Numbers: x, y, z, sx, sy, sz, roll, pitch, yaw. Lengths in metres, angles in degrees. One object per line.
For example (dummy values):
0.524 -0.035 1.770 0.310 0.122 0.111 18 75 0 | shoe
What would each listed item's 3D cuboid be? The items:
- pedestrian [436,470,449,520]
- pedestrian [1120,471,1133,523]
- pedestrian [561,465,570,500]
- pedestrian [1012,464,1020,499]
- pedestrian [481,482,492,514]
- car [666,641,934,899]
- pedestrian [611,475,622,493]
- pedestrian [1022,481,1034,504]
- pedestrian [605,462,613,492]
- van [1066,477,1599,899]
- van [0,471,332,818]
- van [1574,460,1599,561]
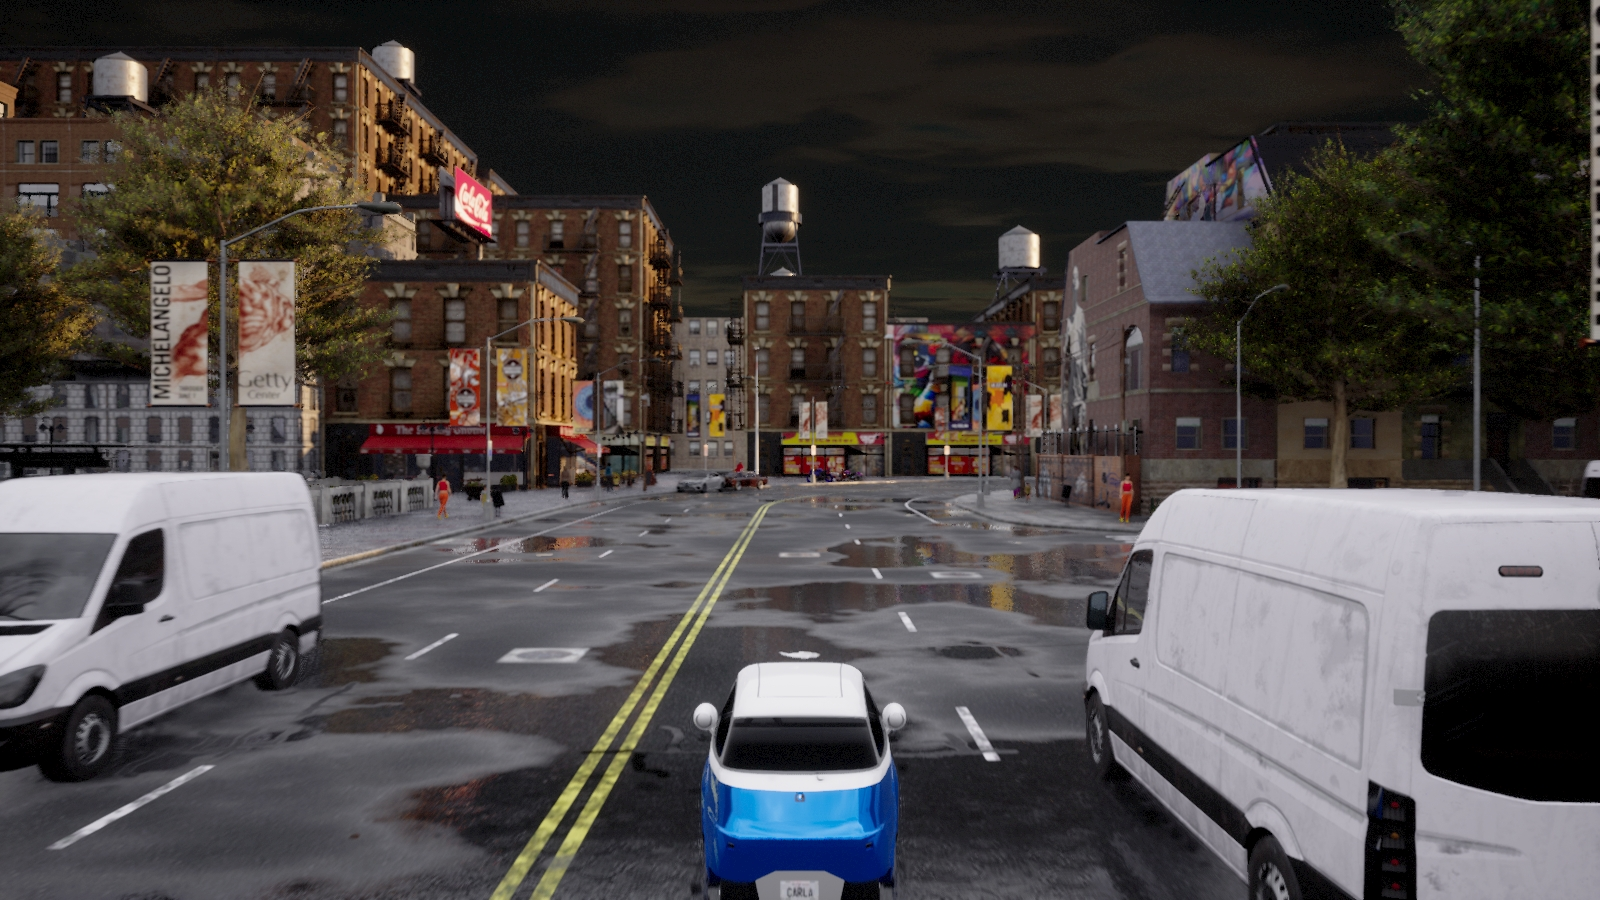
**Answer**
-13.564 1.697 43.348 0.375 1.860 0.375 0 0 4 | pedestrian
11.744 1.697 41.114 0.375 1.860 0.375 0 0 0 | pedestrian
-12.274 1.696 59.898 0.375 1.860 0.375 0 0 3 | pedestrian
11.535 1.697 61.054 0.375 1.860 0.375 0 0 1 | pedestrian
-12.906 1.978 47.041 0.375 1.300 0.375 0 0 0 | pedestrian
0.000 2.120 7.437 1.481 1.376 2.207 0 0 0 | car
-11.255 2.076 69.963 0.500 1.100 0.500 0 0 11 | pedestrian
11.121 2.076 55.762 0.500 1.100 0.500 0 0 3 | pedestrian
-11.990 1.697 71.541 0.375 1.860 0.375 0 0 14 | pedestrian
3.512 1.534 7.846 1.988 2.561 5.915 0 0 0 | van
-6.988 1.535 11.681 1.988 2.561 5.915 0 0 0 | van
23.254 1.534 28.982 5.915 2.561 1.988 0 0 0 | van
